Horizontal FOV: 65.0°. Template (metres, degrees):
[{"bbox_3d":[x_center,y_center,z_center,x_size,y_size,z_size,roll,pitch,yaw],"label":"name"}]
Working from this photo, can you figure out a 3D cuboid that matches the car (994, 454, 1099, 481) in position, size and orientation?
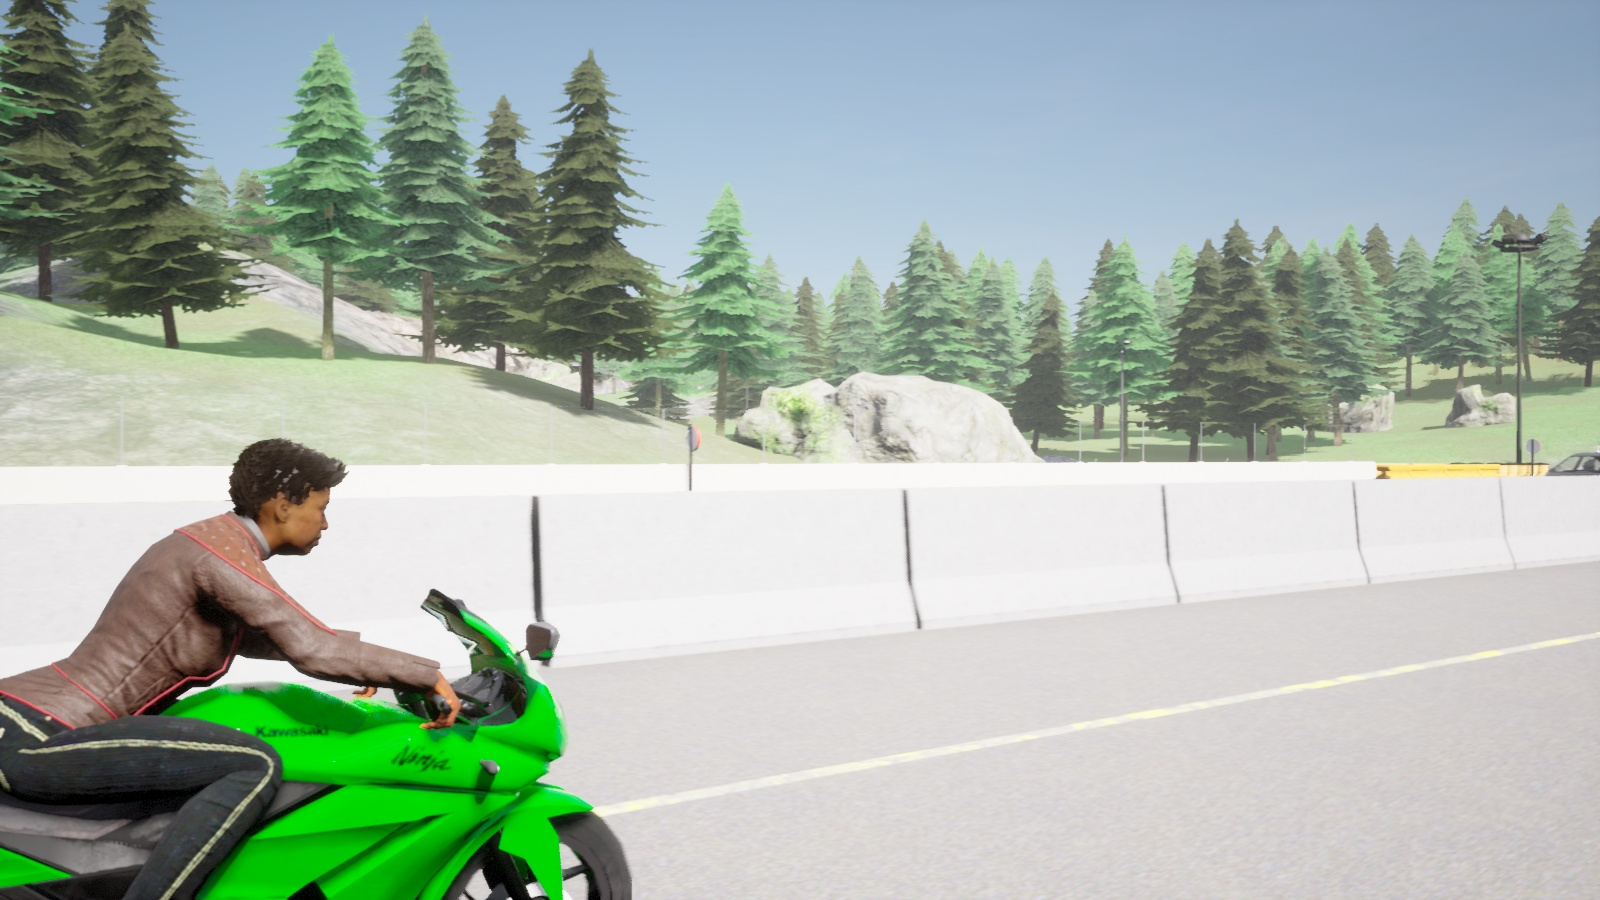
[{"bbox_3d":[13.465,0.932,68.720,5.357,1.411,2.033,0,0,21],"label":"car"}]

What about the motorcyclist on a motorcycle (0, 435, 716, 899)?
[{"bbox_3d":[-1.269,0.736,2.775,2.044,1.523,0.797,0,0,-35],"label":"motorcyclist on a motorcycle"}]

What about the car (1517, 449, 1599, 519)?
[{"bbox_3d":[18.673,0.755,29.449,3.705,1.549,1.789,0,0,-35],"label":"car"}]
